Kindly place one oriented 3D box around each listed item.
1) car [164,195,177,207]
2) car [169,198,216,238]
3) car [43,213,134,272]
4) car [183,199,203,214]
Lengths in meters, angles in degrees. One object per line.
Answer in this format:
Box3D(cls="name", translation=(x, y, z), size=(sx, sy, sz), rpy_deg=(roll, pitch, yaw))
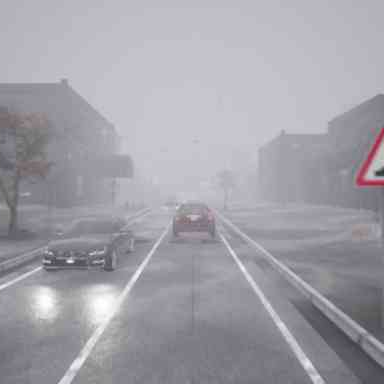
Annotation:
Box3D(cls="car", translation=(-3.072, 1.293, 50.274), size=(2.097, 1.767, 4.553), rpy_deg=(0, 0, 0))
Box3D(cls="car", translation=(0.101, 1.333, 17.944), size=(2.097, 1.767, 4.553), rpy_deg=(0, -1, 0))
Box3D(cls="car", translation=(-3.092, 1.509, 10.857), size=(1.837, 1.490, 4.892), rpy_deg=(0, 0, 0))
Box3D(cls="car", translation=(0.096, 1.535, 36.311), size=(2.033, 1.411, 5.357), rpy_deg=(0, 0, 0))
